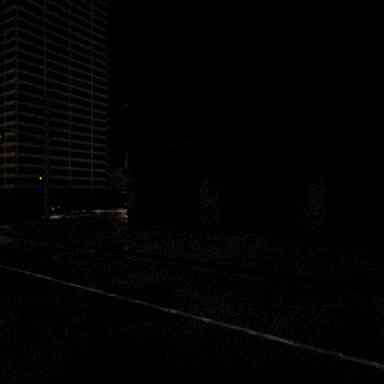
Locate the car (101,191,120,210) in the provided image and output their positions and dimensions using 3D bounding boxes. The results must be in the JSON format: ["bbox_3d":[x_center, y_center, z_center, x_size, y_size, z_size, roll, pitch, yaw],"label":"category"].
[{"bbox_3d":[-10.946,1.221,44.578,2.150,2.045,5.566,0,0,35],"label":"car"}]

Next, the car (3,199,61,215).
[{"bbox_3d":[-17.074,1.547,35.855,2.033,1.411,5.357,0,0,35],"label":"car"}]

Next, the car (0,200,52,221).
[{"bbox_3d":[-14.216,1.564,27.391,1.994,1.385,4.181,0,0,35],"label":"car"}]

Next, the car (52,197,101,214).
[{"bbox_3d":[-12.762,1.491,35.904,2.128,1.511,4.902,0,0,35],"label":"car"}]

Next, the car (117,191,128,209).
[{"bbox_3d":[-6.798,1.221,44.384,2.150,2.045,5.566,0,0,36],"label":"car"}]
